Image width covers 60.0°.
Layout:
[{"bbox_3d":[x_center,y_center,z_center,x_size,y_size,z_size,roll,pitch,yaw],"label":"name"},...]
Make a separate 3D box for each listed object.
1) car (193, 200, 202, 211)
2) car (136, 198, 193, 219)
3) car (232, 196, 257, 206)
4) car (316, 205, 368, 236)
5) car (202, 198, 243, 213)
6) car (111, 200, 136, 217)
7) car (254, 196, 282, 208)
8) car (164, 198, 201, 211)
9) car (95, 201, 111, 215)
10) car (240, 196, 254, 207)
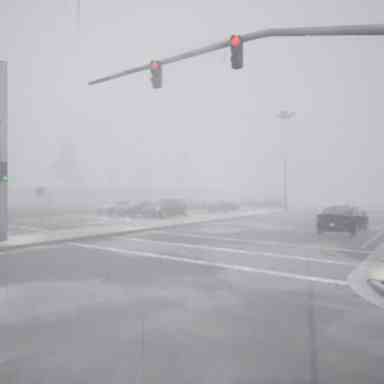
[{"bbox_3d":[1.347,1.624,40.451,1.895,1.301,4.718,0,0,36],"label":"car"},{"bbox_3d":[-2.329,1.371,29.473,2.097,1.767,4.553,0,0,36],"label":"car"},{"bbox_3d":[8.965,1.518,56.745,2.128,1.511,4.902,0,0,37],"label":"car"},{"bbox_3d":[8.470,1.482,18.613,1.882,1.535,5.008,0,0,37],"label":"car"},{"bbox_3d":[3.466,1.620,37.417,1.895,1.301,4.718,0,0,36],"label":"car"},{"bbox_3d":[-5.068,1.548,31.655,1.812,1.442,4.674,0,0,36],"label":"car"},{"bbox_3d":[11.385,1.372,48.241,2.097,1.767,4.553,0,0,36],"label":"car"},{"bbox_3d":[-1.145,1.574,42.965,2.033,1.411,5.357,0,0,36],"label":"car"},{"bbox_3d":[-7.686,1.552,33.999,1.812,1.442,4.674,0,0,36],"label":"car"},{"bbox_3d":[8.994,1.550,50.902,1.812,1.442,4.674,0,1,36],"label":"car"}]
